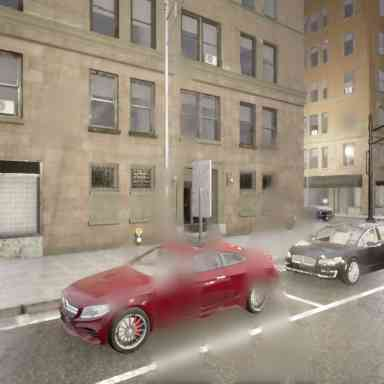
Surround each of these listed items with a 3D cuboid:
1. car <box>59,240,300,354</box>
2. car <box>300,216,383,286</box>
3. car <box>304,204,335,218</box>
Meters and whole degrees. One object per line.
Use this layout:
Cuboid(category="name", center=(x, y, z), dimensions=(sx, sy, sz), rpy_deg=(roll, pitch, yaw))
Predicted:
Cuboid(category="car", center=(-0.172, 1.582, 6.055), dimensions=(4.206, 1.307, 1.802), rpy_deg=(0, 0, -35))
Cuboid(category="car", center=(4.462, 1.550, 9.343), dimensions=(4.403, 1.369, 2.008), rpy_deg=(0, 0, -35))
Cuboid(category="car", center=(8.246, 1.516, 25.155), dimensions=(1.895, 1.301, 4.718), rpy_deg=(0, 0, -35))
